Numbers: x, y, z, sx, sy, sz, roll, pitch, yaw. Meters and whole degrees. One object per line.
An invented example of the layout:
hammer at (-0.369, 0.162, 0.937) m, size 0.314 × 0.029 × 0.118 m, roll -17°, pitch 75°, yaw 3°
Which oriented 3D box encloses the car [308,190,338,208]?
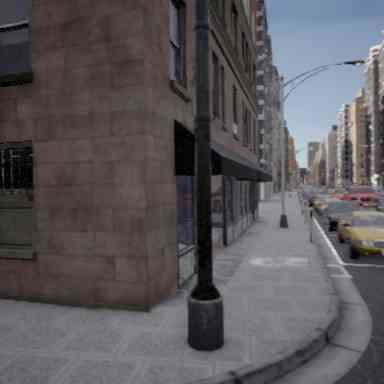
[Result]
car at (10.838, 0.855, 27.345) m, size 1.752 × 1.417 × 4.829 m, roll 0°, pitch 1°, yaw 17°

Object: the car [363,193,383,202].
car at (10.874, 1.012, 17.933) m, size 1.837 × 1.490 × 4.892 m, roll -1°, pitch 1°, yaw 17°

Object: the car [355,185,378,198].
car at (27.248, -0.074, 52.061) m, size 2.192 × 1.841 × 5.009 m, roll 0°, pitch 1°, yaw 17°

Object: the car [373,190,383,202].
car at (23.967, 0.451, 41.244) m, size 1.802 × 1.307 × 4.206 m, roll 0°, pitch 1°, yaw 17°

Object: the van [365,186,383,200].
van at (25.606, 0.081, 46.650) m, size 1.690 × 1.788 × 3.998 m, roll 0°, pitch 1°, yaw 17°

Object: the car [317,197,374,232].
car at (7.603, 1.145, 16.690) m, size 1.947 × 1.339 × 4.313 m, roll 0°, pitch 1°, yaw 17°

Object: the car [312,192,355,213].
car at (9.196, 0.982, 21.936) m, size 1.752 × 1.417 × 4.829 m, roll 0°, pitch 1°, yaw 17°

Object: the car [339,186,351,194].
car at (33.817, -0.438, 73.706) m, size 1.967 × 1.590 × 4.097 m, roll -1°, pitch 1°, yaw 17°

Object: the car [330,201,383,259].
car at (5.911, 1.235, 11.116) m, size 1.752 × 1.417 × 4.829 m, roll 0°, pitch 1°, yaw 17°

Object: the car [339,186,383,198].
car at (13.761, 0.508, 27.349) m, size 2.150 × 2.045 × 5.566 m, roll 0°, pitch 1°, yaw 18°

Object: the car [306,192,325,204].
car at (14.172, 0.652, 38.329) m, size 1.802 × 1.307 × 4.206 m, roll 0°, pitch 1°, yaw 17°

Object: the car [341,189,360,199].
car at (24.250, 0.239, 51.023) m, size 1.994 × 1.385 × 4.181 m, roll -1°, pitch 1°, yaw 17°

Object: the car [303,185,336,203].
car at (12.527, 0.513, 32.914) m, size 2.192 × 1.841 × 5.009 m, roll 0°, pitch 1°, yaw 17°

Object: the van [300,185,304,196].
van at (19.096, 0.024, 54.553) m, size 1.690 × 1.788 × 3.998 m, roll 0°, pitch 1°, yaw 17°

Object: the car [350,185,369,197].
car at (28.891, -0.204, 57.473) m, size 2.192 × 1.841 × 5.009 m, roll 0°, pitch 1°, yaw 17°

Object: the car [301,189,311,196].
car at (22.382, 0.010, 65.377) m, size 1.802 × 1.307 × 4.206 m, roll 0°, pitch 1°, yaw 17°

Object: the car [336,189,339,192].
car at (16.663, 0.415, 36.750) m, size 2.097 × 1.767 × 4.553 m, roll -1°, pitch 1°, yaw 17°
